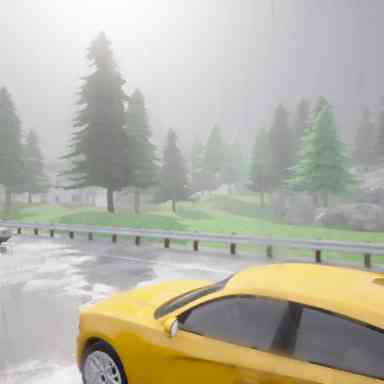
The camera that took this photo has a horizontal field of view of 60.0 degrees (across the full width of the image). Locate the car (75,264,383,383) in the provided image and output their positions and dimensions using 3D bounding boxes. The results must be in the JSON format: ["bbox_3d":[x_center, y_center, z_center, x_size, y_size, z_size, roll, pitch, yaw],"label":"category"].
[{"bbox_3d":[0.917,1.487,3.247,5.008,1.535,1.882,-1,0,35],"label":"car"}]

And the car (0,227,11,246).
[{"bbox_3d":[-10.141,1.770,14.608,4.718,1.301,1.895,-1,0,31],"label":"car"}]
